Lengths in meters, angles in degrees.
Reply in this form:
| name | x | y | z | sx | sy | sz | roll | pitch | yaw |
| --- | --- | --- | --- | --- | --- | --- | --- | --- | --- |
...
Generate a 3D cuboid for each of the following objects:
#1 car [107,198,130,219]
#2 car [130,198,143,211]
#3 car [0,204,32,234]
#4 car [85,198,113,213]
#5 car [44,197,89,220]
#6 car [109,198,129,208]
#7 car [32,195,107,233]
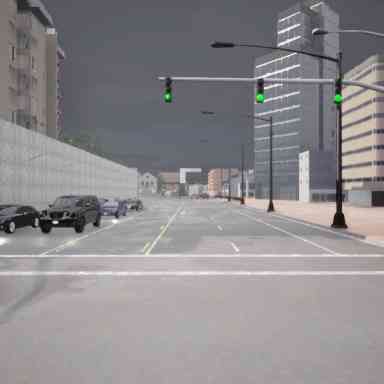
| name | x | y | z | sx | sy | sz | roll | pitch | yaw |
| --- | --- | --- | --- | --- | --- | --- | --- | --- | --- |
| car | -7.117 | 1.525 | 29.708 | 1.812 | 1.442 | 4.674 | 0 | 0 | 0 |
| car | -7.116 | 1.491 | 40.051 | 2.128 | 1.511 | 4.902 | 0 | 0 | 0 |
| car | -10.612 | 1.505 | 19.435 | 1.837 | 1.490 | 4.892 | 0 | 0 | 0 |
| car | -10.618 | 1.504 | 38.321 | 1.837 | 1.490 | 4.892 | 0 | 0 | 0 |
| car | -10.618 | 1.352 | 28.503 | 2.097 | 1.767 | 4.553 | 0 | 0 | 0 |
| car | -10.586 | 1.600 | 48.381 | 1.895 | 1.301 | 4.718 | 0 | 0 | 0 |
| car | -7.109 | 1.221 | 20.068 | 2.150 | 2.045 | 5.566 | 0 | 0 | 0 |
